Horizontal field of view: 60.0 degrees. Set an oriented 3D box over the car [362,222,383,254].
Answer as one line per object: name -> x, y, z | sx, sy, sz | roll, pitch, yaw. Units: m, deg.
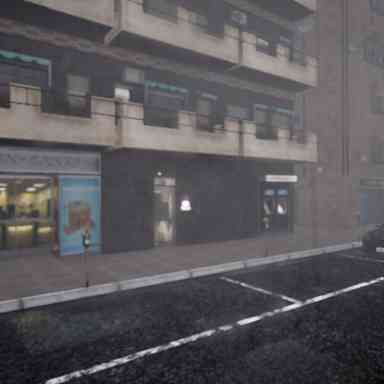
car -> 8.077, 1.559, 12.322 | 4.313, 1.339, 1.947 | 0, 0, -35
